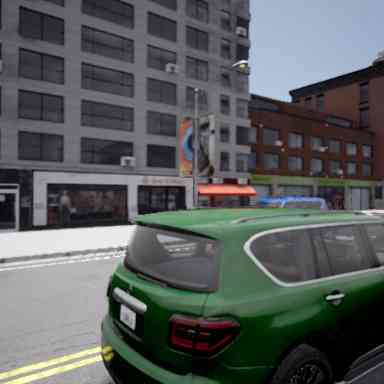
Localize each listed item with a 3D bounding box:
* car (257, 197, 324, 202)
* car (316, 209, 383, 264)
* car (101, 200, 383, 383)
[{"bbox_3d":[3.758,1.259,14.359,5.566,2.045,2.150,0,0,-35],"label":"car"},{"bbox_3d":[7.171,1.535,12.787,4.902,1.511,2.128,0,0,-35],"label":"car"},{"bbox_3d":[1.600,1.234,4.576,5.566,2.045,2.150,0,0,-36],"label":"car"}]
